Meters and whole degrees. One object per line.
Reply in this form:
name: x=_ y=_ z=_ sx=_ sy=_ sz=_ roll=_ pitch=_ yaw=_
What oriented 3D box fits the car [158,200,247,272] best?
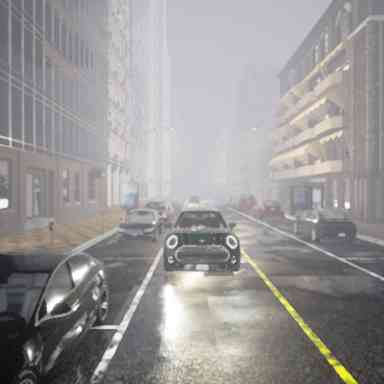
car: x=0.267 y=1.307 z=10.670 sx=2.097 sy=1.767 sz=4.553 roll=0 pitch=0 yaw=0

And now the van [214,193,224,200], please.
van: x=6.088 y=1.070 z=72.088 sx=1.690 sy=1.788 sz=3.998 roll=0 pitch=0 yaw=0

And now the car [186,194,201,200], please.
car: x=0.388 y=1.263 z=54.453 sx=1.882 sy=1.535 sz=5.008 roll=0 pitch=0 yaw=0

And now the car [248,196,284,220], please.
car: x=6.064 y=1.332 z=26.900 sx=1.967 sy=1.590 sz=4.097 roll=0 pitch=0 yaw=0

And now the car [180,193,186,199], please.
car: x=-2.280 y=1.096 z=94.688 sx=1.967 sy=1.590 sz=4.097 roll=0 pitch=0 yaw=0

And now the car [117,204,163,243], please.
car: x=-2.321 y=1.485 z=15.607 sx=2.008 sy=1.369 sz=4.403 roll=0 pitch=0 yaw=0

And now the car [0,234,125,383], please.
car: x=-2.328 y=1.547 z=4.311 sx=1.947 sy=1.339 sz=4.313 roll=0 pitch=0 yaw=0

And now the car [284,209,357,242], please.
car: x=6.059 y=1.486 z=15.604 sx=2.008 sy=1.369 sz=4.403 roll=0 pitch=0 yaw=0

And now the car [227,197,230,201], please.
car: x=6.073 y=1.408 z=43.846 sx=1.802 sy=1.307 sz=4.206 roll=0 pitch=0 yaw=0

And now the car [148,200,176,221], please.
car: x=-2.316 y=1.416 z=26.735 sx=1.752 sy=1.417 sz=4.829 roll=0 pitch=0 yaw=0

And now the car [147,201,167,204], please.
car: x=-2.319 y=1.352 z=21.257 sx=1.967 sy=1.590 sz=4.097 roll=0 pitch=0 yaw=0

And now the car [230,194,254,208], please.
car: x=6.071 y=1.163 z=38.197 sx=2.192 sy=1.841 sz=5.009 roll=0 pitch=0 yaw=0

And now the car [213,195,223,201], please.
car: x=6.092 y=1.277 z=77.738 sx=1.947 sy=1.339 sz=4.313 roll=0 pitch=0 yaw=0
